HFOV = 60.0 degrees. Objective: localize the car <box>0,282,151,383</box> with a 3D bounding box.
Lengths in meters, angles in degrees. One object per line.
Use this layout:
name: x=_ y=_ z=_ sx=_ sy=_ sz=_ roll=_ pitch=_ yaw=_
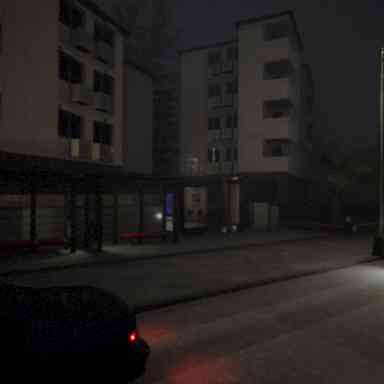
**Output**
car: x=-2.998 y=1.536 z=2.661 sx=5.357 sy=1.411 sz=2.033 roll=1 pitch=0 yaw=-37
